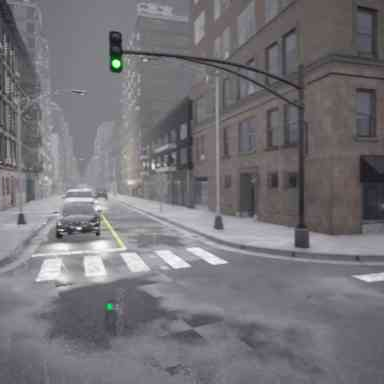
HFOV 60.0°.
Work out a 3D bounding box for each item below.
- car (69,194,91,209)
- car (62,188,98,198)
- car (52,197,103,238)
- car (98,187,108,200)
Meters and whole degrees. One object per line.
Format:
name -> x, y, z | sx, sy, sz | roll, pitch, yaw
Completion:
car -> -11.989, 0.959, 35.790 | 2.033, 1.411, 5.357 | -1, 1, -18
car -> -8.699, 0.797, 25.732 | 2.150, 2.045, 5.566 | -1, 1, -18
car -> -5.551, 1.235, 16.189 | 1.837, 1.490, 4.892 | -1, 1, -20
car -> -15.462, 0.260, 56.001 | 2.150, 2.045, 5.566 | -1, 1, -18
